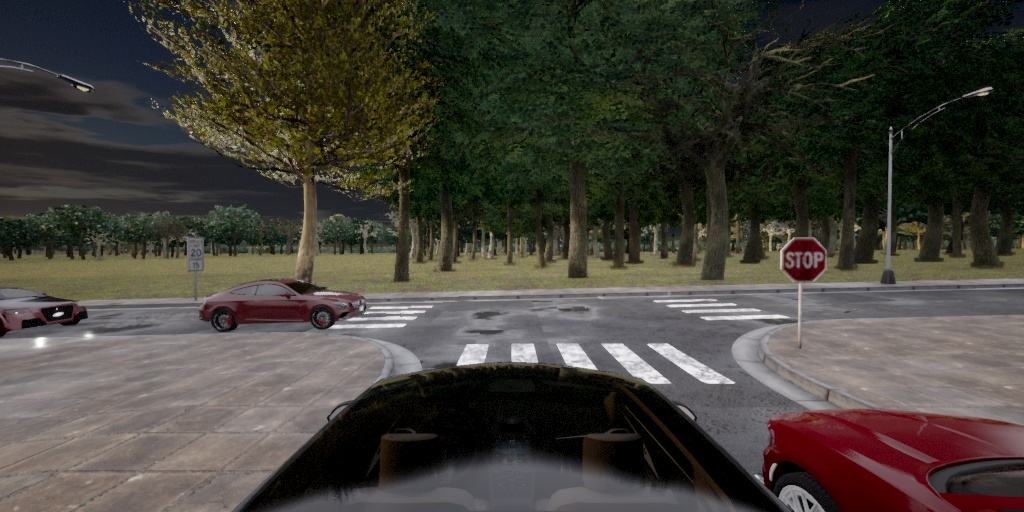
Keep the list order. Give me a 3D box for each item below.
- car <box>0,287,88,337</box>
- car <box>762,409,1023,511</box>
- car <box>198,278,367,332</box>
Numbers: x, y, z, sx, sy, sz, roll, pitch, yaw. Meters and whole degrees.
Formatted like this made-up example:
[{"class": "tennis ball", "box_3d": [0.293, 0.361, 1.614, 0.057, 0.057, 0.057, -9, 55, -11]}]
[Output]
[{"class": "car", "box_3d": [-16.145, 1.689, 11.167, 4.181, 1.385, 1.994, -1, 1, 0]}, {"class": "car", "box_3d": [2.636, 1.295, 0.730, 1.888, 1.381, 4.507, 0, 0, 0]}, {"class": "car", "box_3d": [-7.022, 1.429, 11.168, 4.674, 1.442, 1.812, -1, 1, 0]}]
